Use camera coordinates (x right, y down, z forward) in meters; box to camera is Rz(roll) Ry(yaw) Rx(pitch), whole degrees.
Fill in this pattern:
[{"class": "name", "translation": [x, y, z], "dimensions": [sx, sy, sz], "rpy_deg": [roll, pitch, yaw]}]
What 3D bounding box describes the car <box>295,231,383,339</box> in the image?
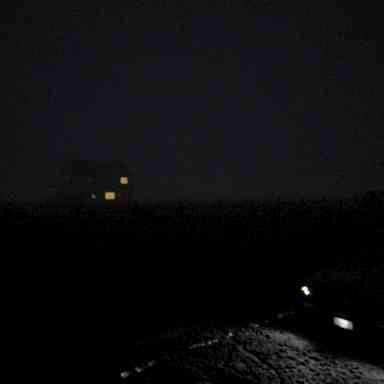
[{"class": "car", "translation": [4.270, 1.477, 6.438], "dimensions": [5.357, 1.411, 2.033], "rpy_deg": [-1, 0, -38]}]
